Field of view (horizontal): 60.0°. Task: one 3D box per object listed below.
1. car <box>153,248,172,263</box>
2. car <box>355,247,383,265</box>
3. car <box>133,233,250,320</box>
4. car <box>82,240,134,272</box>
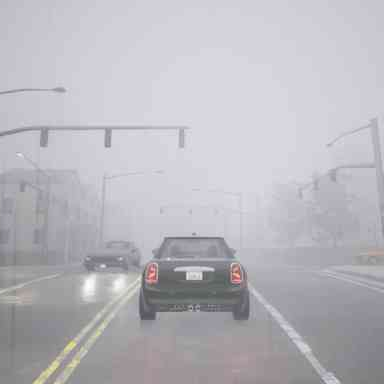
[{"bbox_3d":[-3.710,8.179,42.802,2.097,1.767,4.553,0,-11,0],"label":"car"},{"bbox_3d":[16.426,5.358,28.073,5.008,1.535,1.882,0,-11,1],"label":"car"},{"bbox_3d":[0.050,1.805,8.215,2.097,1.767,4.553,0,-7,0],"label":"car"},{"bbox_3d":[-3.632,3.056,16.234,2.033,1.411,5.357,0,-9,0],"label":"car"}]
